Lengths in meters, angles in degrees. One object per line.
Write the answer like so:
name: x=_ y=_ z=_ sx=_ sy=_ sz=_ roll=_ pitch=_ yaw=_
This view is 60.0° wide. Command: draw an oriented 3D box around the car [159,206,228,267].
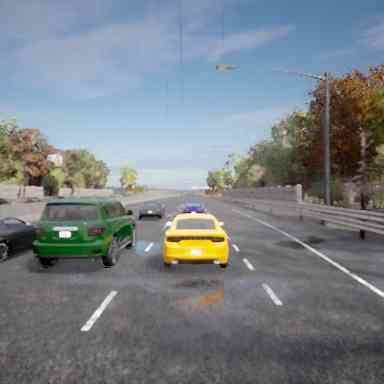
car: x=0.106 y=1.480 z=11.479 sx=1.882 sy=1.535 sz=5.008 roll=0 pitch=0 yaw=0

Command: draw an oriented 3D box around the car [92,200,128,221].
car: x=-6.886 y=1.519 z=28.342 sx=1.837 sy=1.490 sz=4.892 roll=0 pitch=0 yaw=0

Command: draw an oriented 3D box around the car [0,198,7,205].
car: x=-28.037 y=1.565 z=47.612 sx=1.812 sy=1.442 sz=4.674 roll=0 pitch=0 yaw=1

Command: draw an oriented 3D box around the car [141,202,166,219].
car: x=-3.385 y=1.579 z=28.921 sx=1.994 sy=1.385 sz=4.181 roll=0 pitch=0 yaw=0

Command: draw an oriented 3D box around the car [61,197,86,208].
car: x=-17.539 y=1.547 z=49.440 sx=1.837 sy=1.490 sz=4.892 roll=0 pitch=0 yaw=0

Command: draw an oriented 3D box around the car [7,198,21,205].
car: x=-24.537 y=1.566 z=48.713 sx=1.812 sy=1.442 sz=4.674 roll=0 pitch=0 yaw=0

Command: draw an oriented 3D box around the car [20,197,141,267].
car: x=-3.391 y=1.224 z=11.565 sx=2.150 sy=2.045 sz=5.566 roll=0 pitch=0 yaw=0

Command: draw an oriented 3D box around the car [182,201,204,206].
car: x=0.114 y=1.541 z=29.391 sx=1.812 sy=1.442 sz=4.674 roll=0 pitch=0 yaw=0

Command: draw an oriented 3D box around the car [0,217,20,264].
car: x=-6.894 y=1.567 z=11.879 sx=1.994 sy=1.385 sz=4.181 roll=0 pitch=0 yaw=0
